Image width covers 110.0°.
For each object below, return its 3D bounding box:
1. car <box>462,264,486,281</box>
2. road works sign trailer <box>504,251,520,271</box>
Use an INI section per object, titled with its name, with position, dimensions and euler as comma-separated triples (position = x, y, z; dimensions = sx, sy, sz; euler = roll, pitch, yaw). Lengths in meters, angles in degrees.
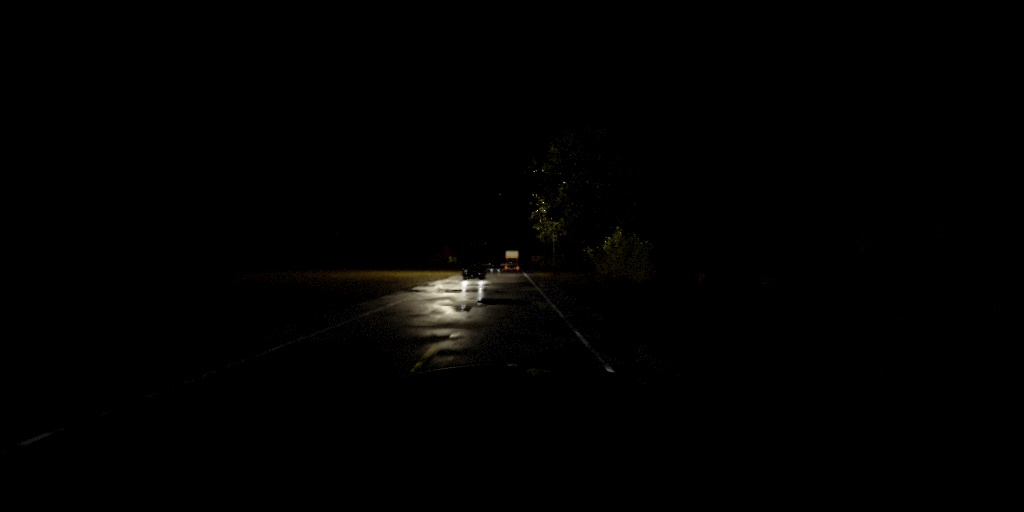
[car]
position = -3.572, 1.557, 34.460
dimensions = 1.837, 1.490, 4.892
euler = 0, -1, 0
[road works sign trailer]
position = 0.023, 0.790, 62.176
dimensions = 2.380, 3.560, 2.880
euler = 0, 0, 0
